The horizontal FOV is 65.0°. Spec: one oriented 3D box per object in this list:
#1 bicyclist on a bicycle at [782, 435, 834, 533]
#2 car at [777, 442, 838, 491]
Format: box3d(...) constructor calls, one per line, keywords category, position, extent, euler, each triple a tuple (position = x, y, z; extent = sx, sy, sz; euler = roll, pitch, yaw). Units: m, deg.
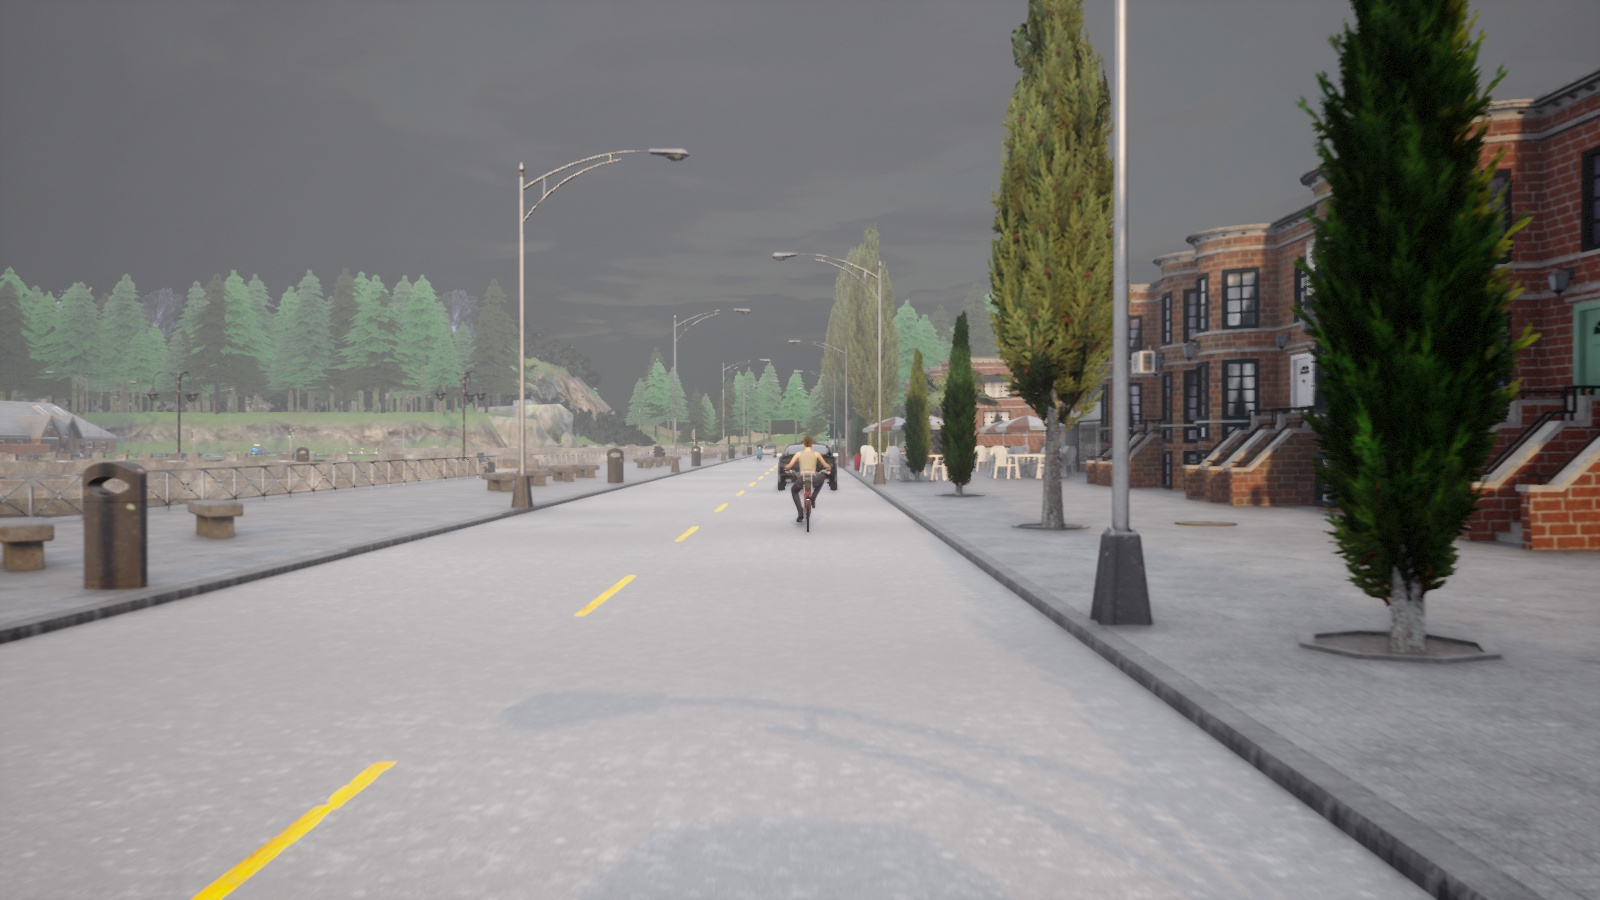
box3d(category="bicyclist on a bicycle", position=(0.135, 0.562, 21.502), extent=(0.866, 1.612, 1.509), euler=(0, 0, 0))
box3d(category="car", position=(0.245, 0.492, 41.299), extent=(1.882, 1.535, 5.008), euler=(0, 0, 0))
